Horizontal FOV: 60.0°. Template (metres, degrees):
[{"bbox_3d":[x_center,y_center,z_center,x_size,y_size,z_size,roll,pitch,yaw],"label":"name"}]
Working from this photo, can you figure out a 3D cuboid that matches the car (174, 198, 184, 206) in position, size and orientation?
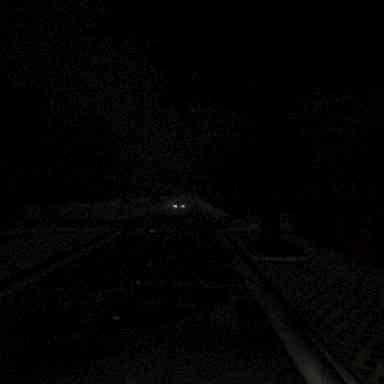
[{"bbox_3d":[-2.751,2.115,71.567,1.882,1.535,5.008,0,0,0],"label":"car"}]
